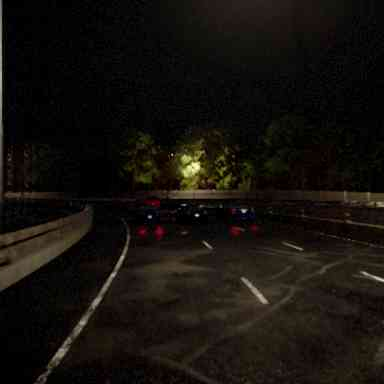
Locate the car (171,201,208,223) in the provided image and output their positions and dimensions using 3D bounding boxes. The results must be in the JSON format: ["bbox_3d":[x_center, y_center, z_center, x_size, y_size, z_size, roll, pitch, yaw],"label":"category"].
[{"bbox_3d":[-0.113,1.729,27.009,1.994,1.385,4.181,0,0,-14],"label":"car"}]

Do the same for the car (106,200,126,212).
[{"bbox_3d":[-10.341,1.809,44.997,1.882,1.535,5.008,0,0,-25],"label":"car"}]

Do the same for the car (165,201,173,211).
[{"bbox_3d":[-2.930,1.858,45.564,1.994,1.385,4.181,0,0,-24],"label":"car"}]

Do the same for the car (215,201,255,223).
[{"bbox_3d":[3.415,1.501,27.331,2.097,1.767,4.553,0,0,-14],"label":"car"}]

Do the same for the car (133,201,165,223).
[{"bbox_3d":[-3.743,1.712,27.146,1.812,1.442,4.674,0,0,-15],"label":"car"}]

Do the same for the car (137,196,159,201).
[{"bbox_3d":[-5.803,1.521,43.483,2.150,2.045,5.566,0,0,-23],"label":"car"}]
